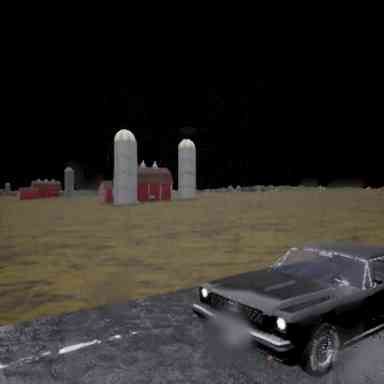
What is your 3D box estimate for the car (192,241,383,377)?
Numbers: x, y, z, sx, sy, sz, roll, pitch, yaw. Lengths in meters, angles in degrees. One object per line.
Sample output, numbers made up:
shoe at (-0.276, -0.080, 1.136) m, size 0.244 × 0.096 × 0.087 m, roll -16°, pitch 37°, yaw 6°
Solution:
car at (2.354, 1.603, 5.670) m, size 4.718 × 1.301 × 1.895 m, roll 0°, pitch 0°, yaw -35°
